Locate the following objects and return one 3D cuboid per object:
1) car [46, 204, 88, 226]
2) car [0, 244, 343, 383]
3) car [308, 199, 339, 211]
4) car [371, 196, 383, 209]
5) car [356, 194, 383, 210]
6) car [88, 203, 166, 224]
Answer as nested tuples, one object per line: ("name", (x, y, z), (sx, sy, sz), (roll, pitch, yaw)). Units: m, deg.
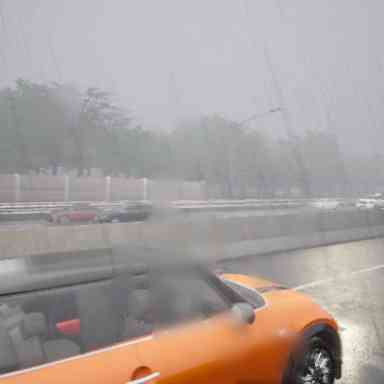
("car", (-8.111, 1.565, 23.736), (4.181, 1.385, 1.994), (0, 0, -37))
("car", (-0.475, 1.353, 3.404), (4.553, 1.767, 2.097), (0, 0, -35))
("car", (16.432, 1.574, 41.299), (4.674, 1.442, 1.812), (0, 0, -35))
("car", (22.302, 1.531, 36.863), (5.008, 1.535, 1.882), (0, 0, -35))
("car", (22.836, 1.282, 41.501), (5.566, 2.045, 2.150), (1, 0, -35))
("car", (-4.116, 1.510, 22.533), (4.892, 1.490, 1.837), (0, 0, -35))
